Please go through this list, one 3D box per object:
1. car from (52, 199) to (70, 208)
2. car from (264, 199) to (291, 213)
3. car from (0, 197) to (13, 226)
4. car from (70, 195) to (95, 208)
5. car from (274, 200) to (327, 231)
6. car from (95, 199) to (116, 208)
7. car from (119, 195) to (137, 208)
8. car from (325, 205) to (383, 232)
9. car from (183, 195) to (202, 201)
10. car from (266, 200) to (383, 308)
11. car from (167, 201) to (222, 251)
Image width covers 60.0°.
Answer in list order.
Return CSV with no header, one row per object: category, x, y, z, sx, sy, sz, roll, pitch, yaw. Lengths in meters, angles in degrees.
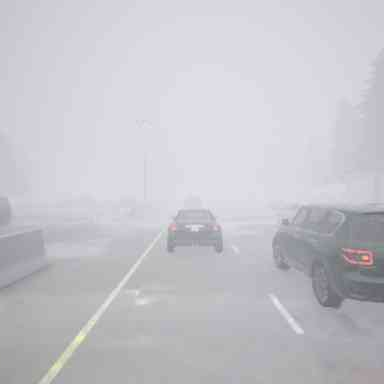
car,-21.010,1.824,54.507,2.033,1.411,5.357,0,0,1
car,10.596,1.704,41.730,2.128,1.511,4.902,0,0,0
car,-14.014,1.336,21.711,2.150,2.045,5.566,0,-1,0
car,-17.519,1.496,54.475,2.150,2.045,5.566,0,0,1
car,7.106,1.465,22.409,2.097,1.767,4.553,0,0,0
car,-14.008,1.828,55.423,2.033,1.411,5.357,0,0,1
car,-10.514,1.501,55.336,2.150,2.045,5.566,0,0,1
car,10.523,1.636,21.680,1.812,1.442,4.674,0,0,0
car,0.110,1.433,41.448,2.150,2.045,5.566,0,0,0
car,3.603,1.266,8.134,2.150,2.045,5.566,0,0,0
car,0.104,1.425,14.517,2.097,1.767,4.553,0,0,0
